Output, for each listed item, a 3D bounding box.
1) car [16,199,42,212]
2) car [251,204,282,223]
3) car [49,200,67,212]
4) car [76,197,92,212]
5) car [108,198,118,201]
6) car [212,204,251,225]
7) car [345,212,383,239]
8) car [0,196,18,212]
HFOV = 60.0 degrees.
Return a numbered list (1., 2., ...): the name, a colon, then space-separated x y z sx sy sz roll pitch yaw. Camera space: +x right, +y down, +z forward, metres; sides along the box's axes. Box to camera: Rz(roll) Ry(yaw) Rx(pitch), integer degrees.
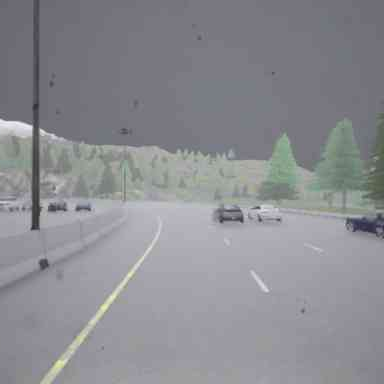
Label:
1. car: -22.004 1.906 45.706 2.128 1.511 4.902 0 0 -14
2. car: 6.165 1.785 28.397 1.812 1.442 4.674 0 0 -6
3. car: -18.494 1.897 46.116 1.882 1.535 5.008 0 0 -14
4. car: -14.799 1.893 45.710 1.882 1.535 5.008 0 -1 -14
5. car: -20.306 2.280 85.199 1.837 1.490 4.892 0 -1 -29
6. car: 2.817 1.737 26.732 2.128 1.511 4.902 0 0 -6
7. car: 10.398 1.769 18.295 1.895 1.301 4.718 0 -1 -2
8. car: -25.774 1.640 46.431 2.150 2.045 5.566 0 -1 -15
